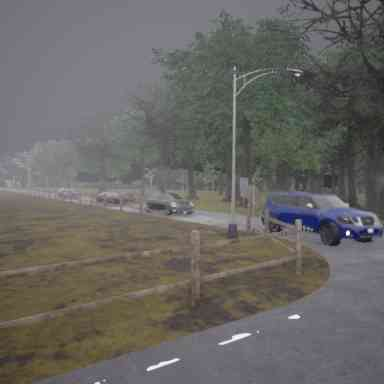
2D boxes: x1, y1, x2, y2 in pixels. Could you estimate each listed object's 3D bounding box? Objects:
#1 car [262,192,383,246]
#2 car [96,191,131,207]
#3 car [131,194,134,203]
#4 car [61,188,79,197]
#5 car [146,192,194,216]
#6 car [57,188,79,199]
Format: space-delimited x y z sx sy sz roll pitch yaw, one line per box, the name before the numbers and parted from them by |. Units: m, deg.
car | 5.431 1.035 14.812 2.150 2.045 5.566 1 1 -26
car | -8.729 0.689 35.810 1.882 1.535 5.008 0 1 -35
car | -8.867 0.604 41.081 2.128 1.511 4.902 0 1 -35
car | -21.787 0.085 59.226 1.837 1.490 4.892 0 1 -35
car | -1.776 0.847 26.022 2.097 1.767 4.553 0 1 -35
car | -18.593 0.153 49.824 2.097 1.767 4.553 0 1 -35
